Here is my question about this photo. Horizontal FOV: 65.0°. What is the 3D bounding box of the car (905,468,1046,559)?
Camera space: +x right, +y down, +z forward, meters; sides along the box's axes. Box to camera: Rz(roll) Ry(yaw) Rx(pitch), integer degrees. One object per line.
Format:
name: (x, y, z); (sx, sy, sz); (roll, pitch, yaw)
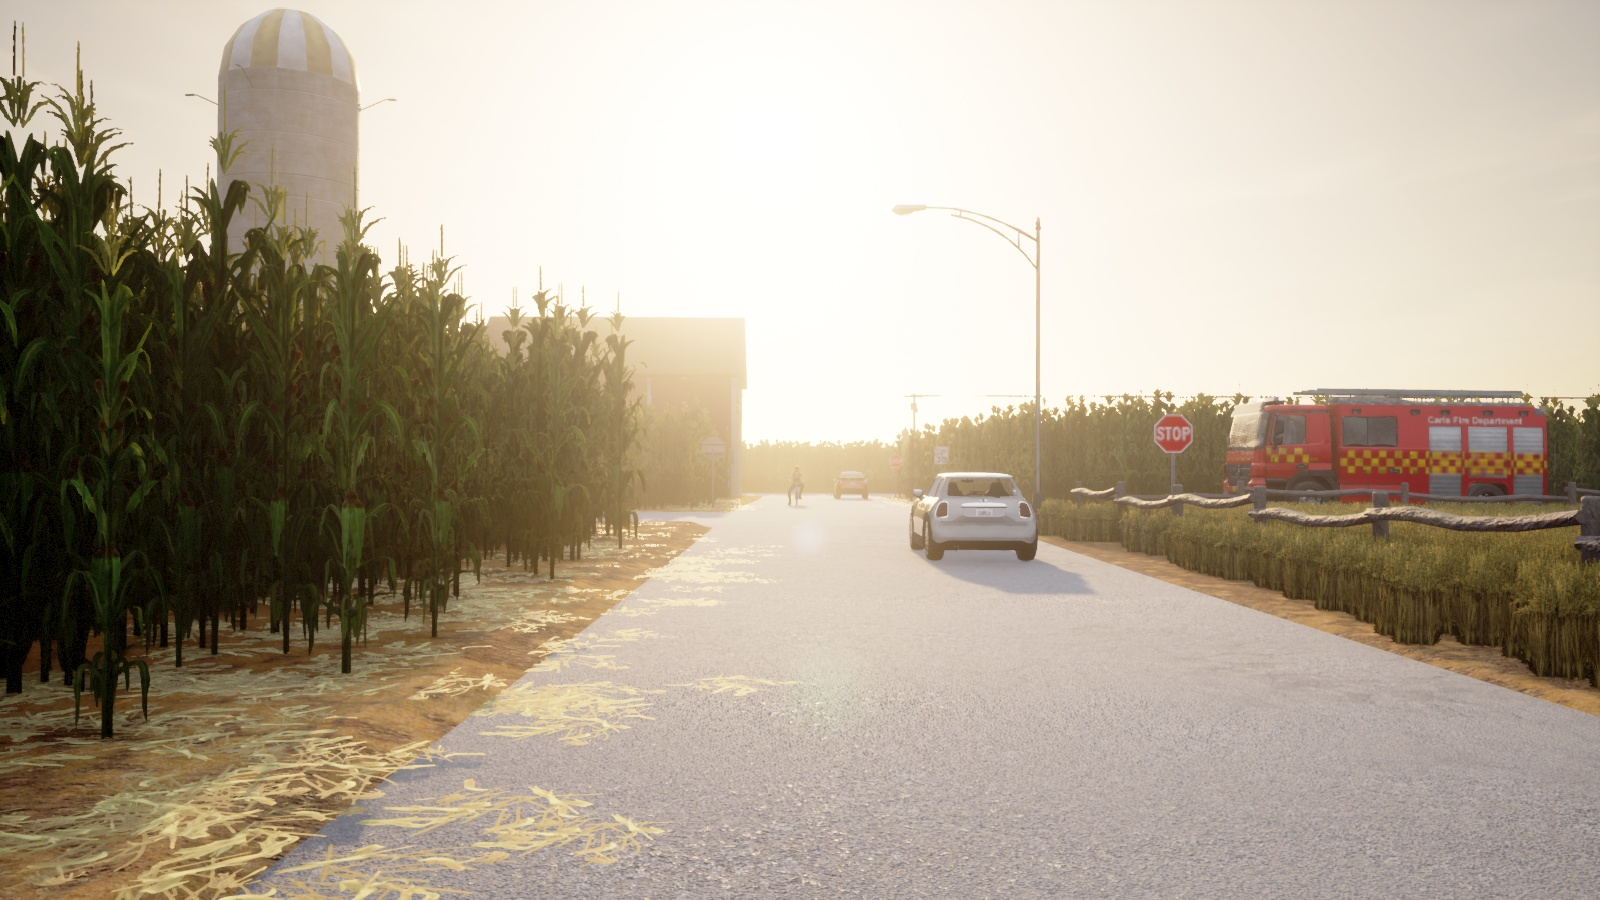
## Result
car: (3.041, 1.071, 22.544); (1.970, 1.475, 3.806); (0, -1, 0)

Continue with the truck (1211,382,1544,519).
truck: (16.791, 0.037, 36.936); (8.468, 3.827, 2.891); (0, -1, 0)

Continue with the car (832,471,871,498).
car: (2.915, 1.944, 71.541); (2.007, 1.525, 4.514); (0, -1, 0)
